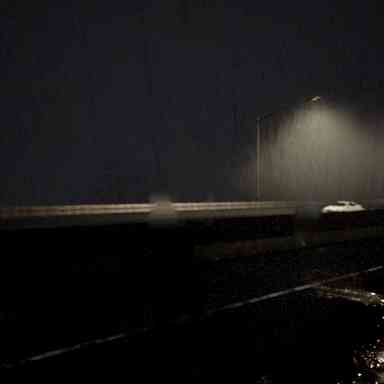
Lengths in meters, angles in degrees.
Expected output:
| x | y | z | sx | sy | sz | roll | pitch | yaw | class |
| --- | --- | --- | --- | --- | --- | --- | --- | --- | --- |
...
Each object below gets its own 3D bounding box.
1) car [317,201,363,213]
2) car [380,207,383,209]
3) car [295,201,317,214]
| x | y | z | sx | sy | sz | roll | pitch | yaw | class |
| --- | --- | --- | --- | --- | --- | --- | --- | --- | --- |
| 14.009 | 1.602 | 30.845 | 4.674 | 1.442 | 1.812 | 0 | 0 | -34 | car |
| 18.147 | 1.651 | 29.436 | 4.181 | 1.385 | 1.994 | 0 | 0 | -34 | car |
| 12.459 | 1.641 | 34.023 | 4.181 | 1.385 | 1.994 | 0 | 0 | -34 | car |
